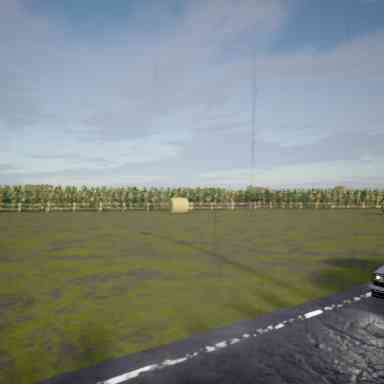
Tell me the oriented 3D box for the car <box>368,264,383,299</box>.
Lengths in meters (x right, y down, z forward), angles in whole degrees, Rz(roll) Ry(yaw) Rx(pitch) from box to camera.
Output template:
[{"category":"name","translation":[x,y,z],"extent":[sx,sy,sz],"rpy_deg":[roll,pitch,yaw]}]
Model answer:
[{"category":"car","translation":[6.147,1.657,7.554],"extent":[5.357,1.411,2.033],"rpy_deg":[1,0,-37]}]
